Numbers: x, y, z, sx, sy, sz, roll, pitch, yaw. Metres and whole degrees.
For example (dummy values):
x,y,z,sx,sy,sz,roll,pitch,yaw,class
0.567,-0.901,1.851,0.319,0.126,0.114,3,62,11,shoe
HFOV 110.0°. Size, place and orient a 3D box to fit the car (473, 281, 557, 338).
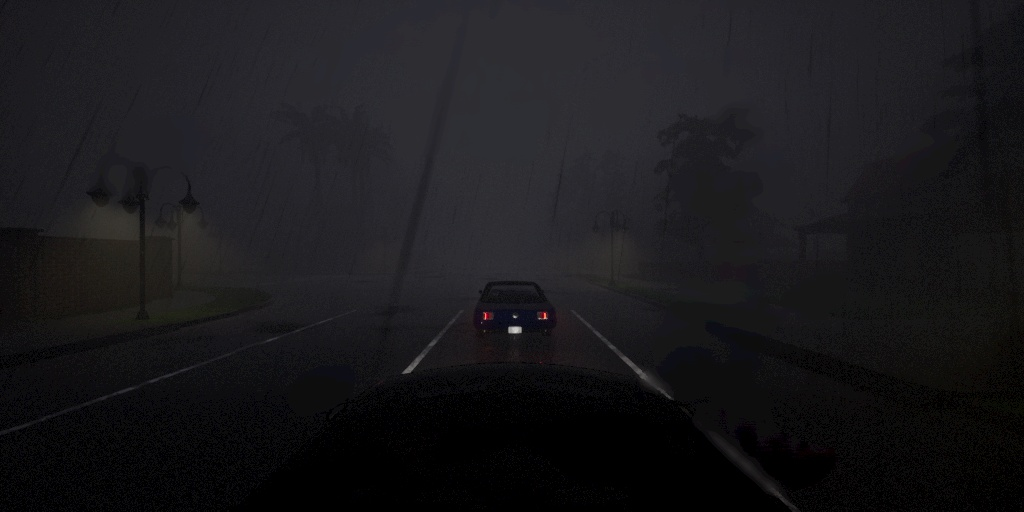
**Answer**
x,y,z,sx,sy,sz,roll,pitch,yaw,class
-0.011,1.351,10.157,1.895,1.301,4.718,0,0,-2,car
